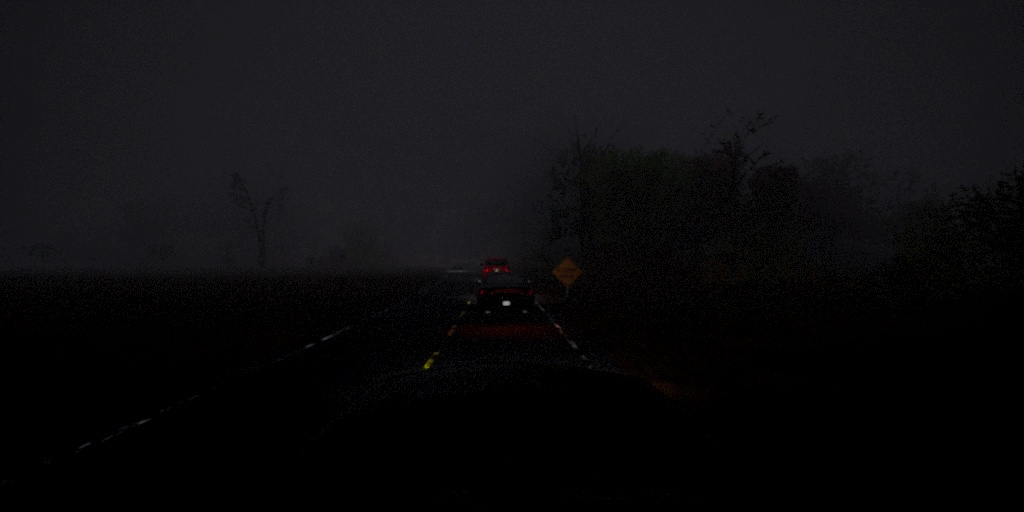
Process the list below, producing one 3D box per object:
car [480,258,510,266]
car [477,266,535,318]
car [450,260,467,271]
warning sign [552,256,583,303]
[{"bbox_3d":[-1.313,1.138,28.277,2.150,2.045,5.566,0,0,-5],"label":"car"},{"bbox_3d":[-0.277,1.300,13.376,1.882,1.535,5.008,0,0,-3],"label":"car"},{"bbox_3d":[-9.060,1.668,59.744,2.033,1.411,5.357,0,0,-11],"label":"car"},{"bbox_3d":[2.297,0.944,14.881,1.300,1.860,1.060,0,0,-3],"label":"warning sign"}]
